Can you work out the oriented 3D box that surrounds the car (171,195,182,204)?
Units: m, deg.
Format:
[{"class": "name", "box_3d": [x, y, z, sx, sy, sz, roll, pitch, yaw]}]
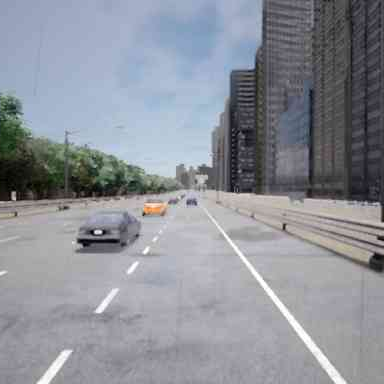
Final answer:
[{"class": "car", "box_3d": [-3.701, 1.657, 66.586, 2.033, 1.411, 5.357, 0, 0, 0]}]

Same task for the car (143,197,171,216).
[{"class": "car", "box_3d": [-3.543, 1.379, 32.576, 2.097, 1.767, 4.553, 0, 0, 0]}]

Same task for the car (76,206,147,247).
[{"class": "car", "box_3d": [-3.506, 1.553, 14.921, 2.033, 1.411, 5.357, 0, 0, 0]}]

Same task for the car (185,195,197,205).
[{"class": "car", "box_3d": [-0.073, 1.622, 62.350, 1.812, 1.442, 4.674, 0, 0, 0]}]

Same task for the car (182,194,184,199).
[{"class": "car", "box_3d": [-3.852, 1.775, 87.074, 1.895, 1.301, 4.718, 0, 0, 0]}]
